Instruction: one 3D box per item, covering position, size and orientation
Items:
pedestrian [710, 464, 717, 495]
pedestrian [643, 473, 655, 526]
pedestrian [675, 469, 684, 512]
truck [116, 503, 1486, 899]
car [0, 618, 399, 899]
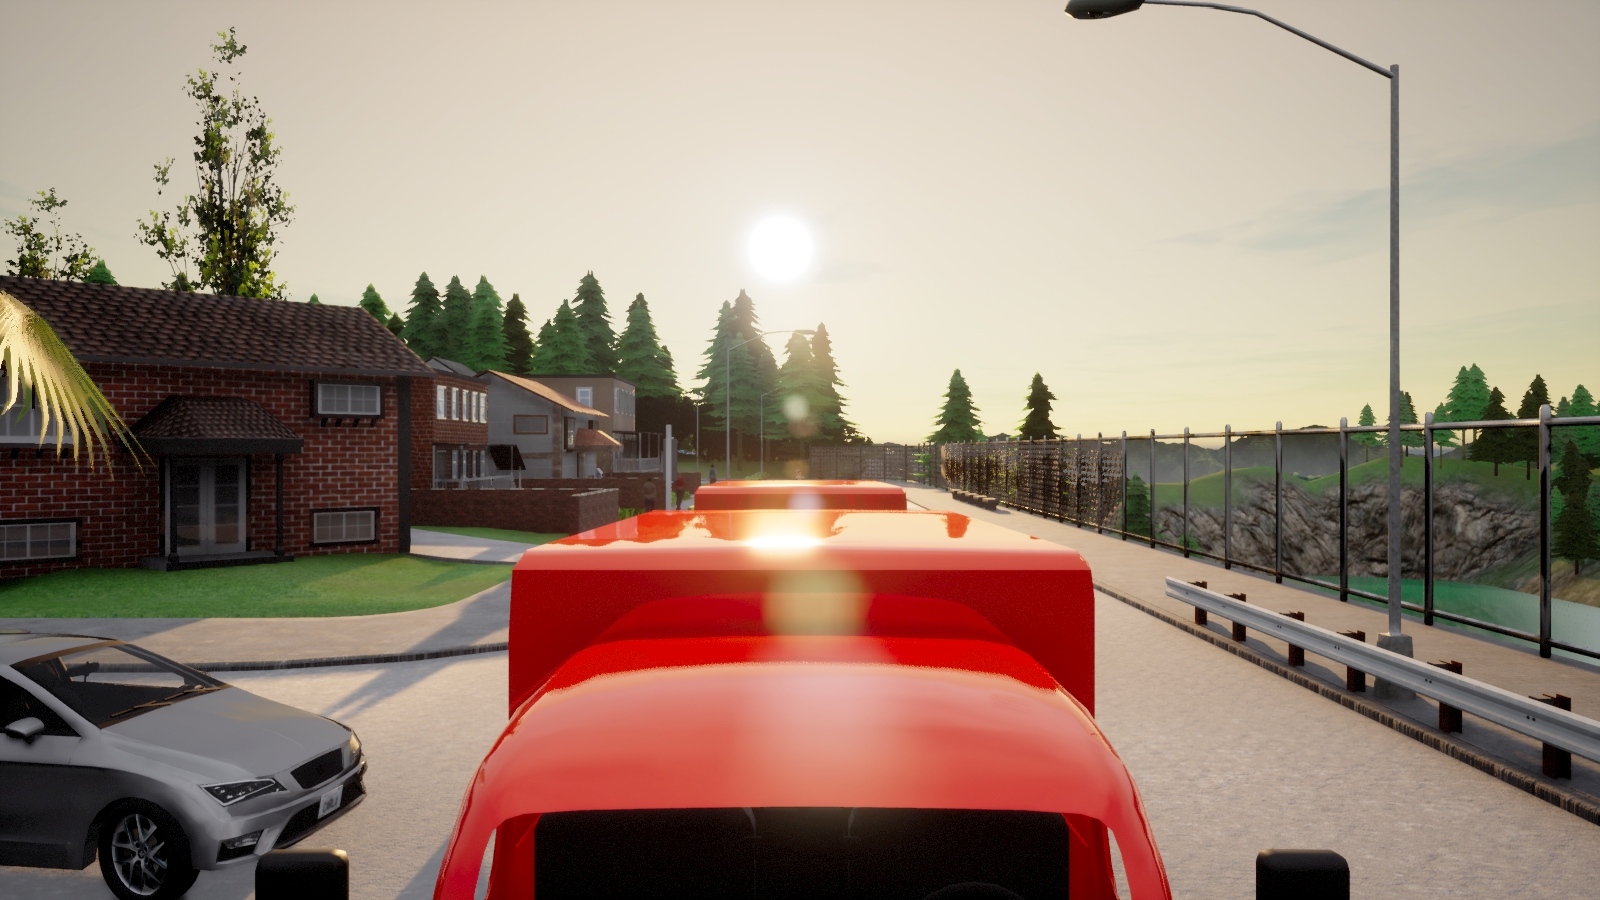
[{"bbox_3d":[-5.292,1.773,69.583,0.375,1.860,0.375,0,0,3],"label":"pedestrian"},{"bbox_3d":[-5.339,1.762,40.527,0.375,1.860,0.375,0,0,0],"label":"pedestrian"},{"bbox_3d":[-5.286,1.765,50.035,0.375,1.860,0.375,0,0,0],"label":"pedestrian"},{"bbox_3d":[0.003,1.571,4.792,2.627,2.467,5.204,0,0,0],"label":"truck"},{"bbox_3d":[-5.218,2.069,7.982,4.193,1.474,1.816,0,0,8],"label":"car"}]
